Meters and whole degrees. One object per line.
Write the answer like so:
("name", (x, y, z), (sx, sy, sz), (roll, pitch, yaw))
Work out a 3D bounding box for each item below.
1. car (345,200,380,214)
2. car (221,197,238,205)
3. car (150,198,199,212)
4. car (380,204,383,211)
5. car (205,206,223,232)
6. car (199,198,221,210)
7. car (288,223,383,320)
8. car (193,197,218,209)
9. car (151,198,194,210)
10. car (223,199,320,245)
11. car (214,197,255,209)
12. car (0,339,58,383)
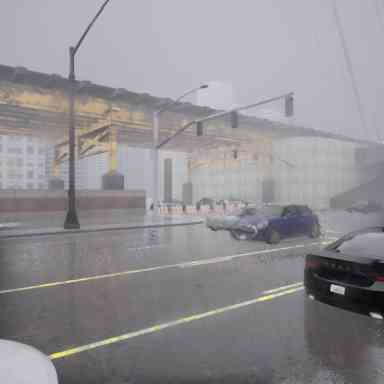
("car", (18.211, 1.547, 35.025), (5.357, 1.411, 2.033), (0, 0, -40))
("car", (5.513, 1.295, 43.710), (4.536, 1.218, 1.853), (0, 0, -7))
("car", (-2.038, 1.453, 37.209), (4.974, 1.542, 2.038), (0, 0, 8))
("car", (20.482, 1.564, 32.369), (4.181, 1.385, 1.994), (0, 0, -40))
("car", (3.040, 1.601, 19.107), (4.718, 1.301, 1.895), (0, 0, -36))
("car", (1.685, 1.453, 39.925), (2.038, 1.542, 4.974), (0, 0, 18))
("car", (4.446, 1.478, 7.010), (5.008, 1.535, 1.882), (0, 0, -36))
("car", (1.701, 1.295, 39.975), (1.853, 1.218, 4.536), (0, 0, 18))
("car", (-2.089, 1.295, 37.216), (4.536, 1.218, 1.853), (0, 0, 8))
("car", (3.974, 1.353, 15.608), (4.553, 1.767, 2.097), (0, 0, -37))
("car", (5.565, 1.452, 43.717), (4.974, 1.542, 2.038), (0, 0, -7))
("car", (-3.081, 1.526, 1.541), (4.674, 1.442, 1.812), (0, 0, -36))
